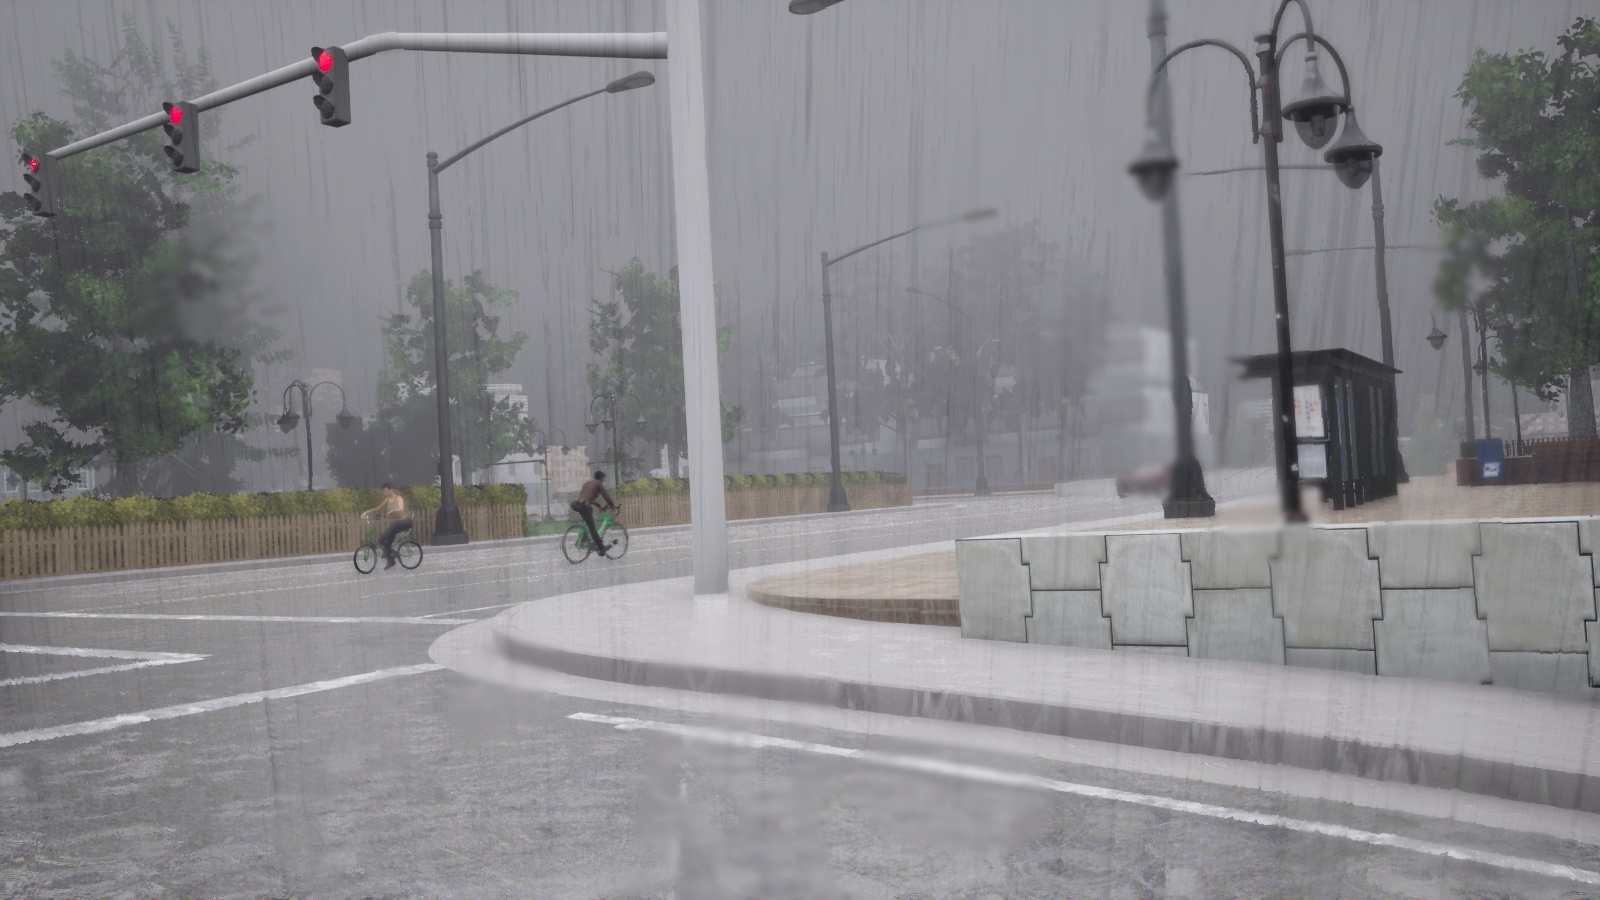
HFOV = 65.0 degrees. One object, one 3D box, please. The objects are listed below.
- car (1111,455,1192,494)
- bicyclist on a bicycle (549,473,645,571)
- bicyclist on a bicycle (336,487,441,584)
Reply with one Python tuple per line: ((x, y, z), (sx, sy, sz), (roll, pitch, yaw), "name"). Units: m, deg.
((15.973, 1.080, 56.917), (1.882, 1.535, 5.008), (-6, -3, 34), "car")
((-3.576, 1.254, 22.210), (0.582, 1.620, 1.656), (-5, -3, 35), "bicyclist on a bicycle")
((-7.433, 1.536, 22.723), (0.866, 1.612, 1.509), (-5, -2, 35), "bicyclist on a bicycle")
